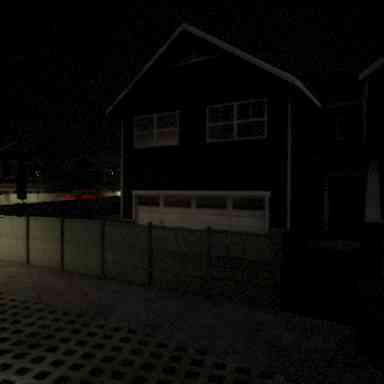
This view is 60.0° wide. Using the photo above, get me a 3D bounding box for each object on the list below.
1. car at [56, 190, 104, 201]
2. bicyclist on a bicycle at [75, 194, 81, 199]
[{"bbox_3d":[-11.366,0.792,34.259,2.150,2.045,5.566,0,1,25],"label":"car"},{"bbox_3d":[-8.833,1.006,25.822,1.656,1.620,0.582,0,1,26],"label":"bicyclist on a bicycle"}]
